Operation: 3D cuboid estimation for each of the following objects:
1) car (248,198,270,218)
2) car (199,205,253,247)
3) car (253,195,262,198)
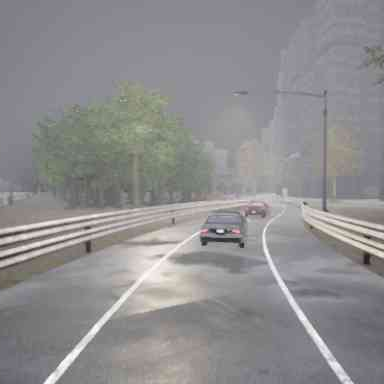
[{"bbox_3d":[6.032,1.552,30.603,1.812,1.442,4.674,0,0,19],"label":"car"},{"bbox_3d":[1.582,1.553,15.269,2.033,1.411,5.357,0,0,11],"label":"car"},{"bbox_3d":[16.777,1.487,85.341,1.812,1.442,4.674,0,0,0],"label":"car"}]
